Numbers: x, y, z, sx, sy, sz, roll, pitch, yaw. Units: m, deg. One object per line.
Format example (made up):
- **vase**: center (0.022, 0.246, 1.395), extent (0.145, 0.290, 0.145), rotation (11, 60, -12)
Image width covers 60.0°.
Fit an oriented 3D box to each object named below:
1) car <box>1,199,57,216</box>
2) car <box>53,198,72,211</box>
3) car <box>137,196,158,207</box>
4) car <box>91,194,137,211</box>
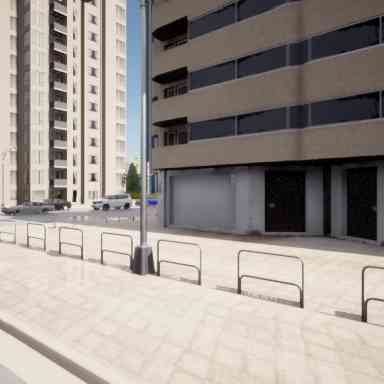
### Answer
- **car**: center (-16.767, 1.656, 34.075), extent (1.895, 1.301, 4.718), rotation (0, 0, 38)
- **car**: center (-16.817, 1.559, 39.631), extent (1.837, 1.490, 4.892), rotation (0, 0, 39)
- **car**: center (-6.895, 1.406, 51.992), extent (2.097, 1.767, 4.553), rotation (0, 0, 39)
- **car**: center (-10.133, 1.277, 42.399), extent (2.150, 2.045, 5.566), rotation (0, 0, 39)
